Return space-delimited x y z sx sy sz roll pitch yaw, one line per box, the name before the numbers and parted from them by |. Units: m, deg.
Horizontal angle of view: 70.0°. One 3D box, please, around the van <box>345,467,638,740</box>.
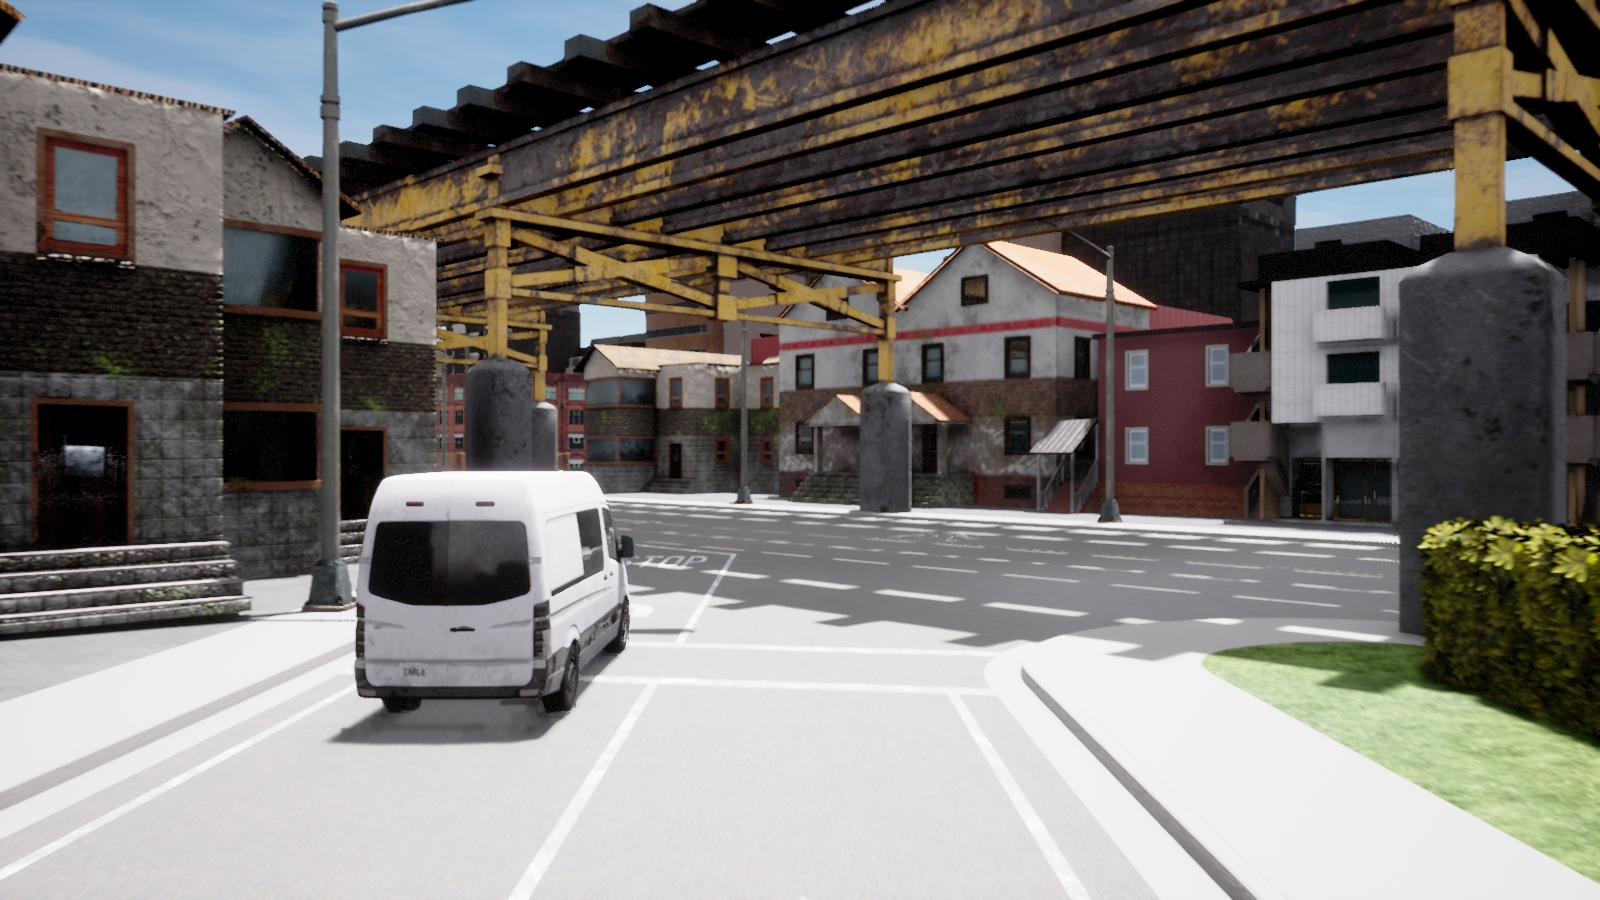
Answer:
van | -3.416 1.532 14.043 1.988 2.561 5.915 0 0 0
